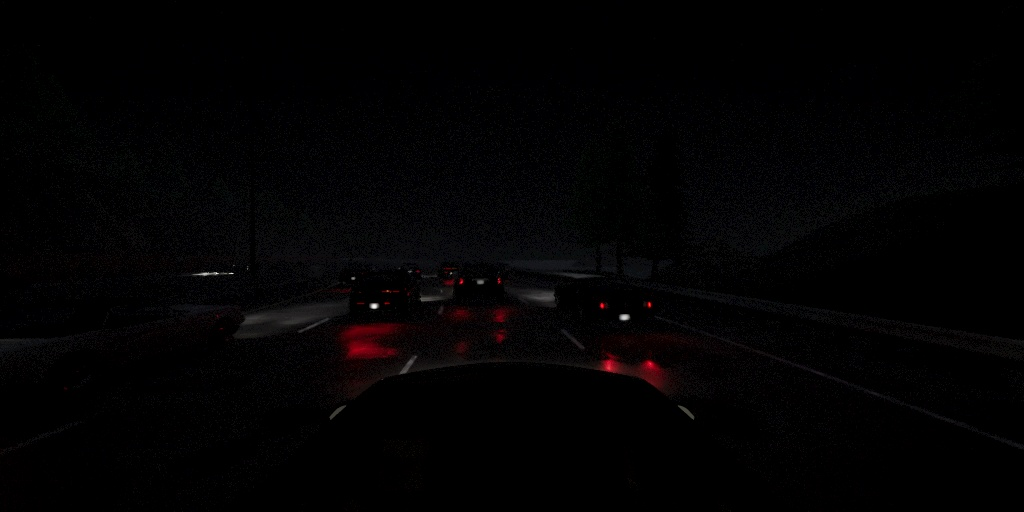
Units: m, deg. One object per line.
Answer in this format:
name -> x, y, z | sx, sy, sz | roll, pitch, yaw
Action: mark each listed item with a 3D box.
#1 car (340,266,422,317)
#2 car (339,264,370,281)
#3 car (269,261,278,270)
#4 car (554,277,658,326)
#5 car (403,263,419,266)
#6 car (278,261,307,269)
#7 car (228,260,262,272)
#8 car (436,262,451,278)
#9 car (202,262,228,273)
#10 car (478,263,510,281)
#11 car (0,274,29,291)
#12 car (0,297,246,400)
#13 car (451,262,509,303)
car -> -4.564, 1.277, 13.360 | 1.837, 1.490, 4.892 | 0, 0, -8
car -> -10.816, 1.281, 25.361 | 1.882, 1.535, 5.008 | 0, 0, -15
car -> -33.427, 1.427, 51.949 | 1.837, 1.490, 4.892 | 0, 0, -16
car -> 2.733, 1.332, 11.693 | 1.895, 1.301, 4.718 | 0, 0, -6
car -> -9.036, 1.339, 31.958 | 2.033, 1.411, 5.357 | 0, 0, -16
car -> -28.205, 1.373, 46.621 | 1.882, 1.535, 5.008 | 0, 0, -16
car -> -36.209, 1.292, 49.011 | 2.097, 1.767, 4.553 | 0, 0, -16
car -> -6.037, 1.278, 34.061 | 1.837, 1.490, 4.892 | 0, 0, -16
car -> -39.650, 1.523, 48.328 | 1.994, 1.385, 4.181 | 0, 0, -16
car -> -1.665, 1.313, 31.512 | 1.994, 1.385, 4.181 | 0, 0, -16
car -> -22.588, 1.379, 14.226 | 1.837, 1.490, 4.892 | 0, 0, -12
car -> -7.238, 1.390, 6.451 | 1.895, 1.301, 4.718 | 0, 0, -3
car -> -1.656, 1.106, 16.906 | 2.097, 1.767, 4.553 | 0, 0, -10
